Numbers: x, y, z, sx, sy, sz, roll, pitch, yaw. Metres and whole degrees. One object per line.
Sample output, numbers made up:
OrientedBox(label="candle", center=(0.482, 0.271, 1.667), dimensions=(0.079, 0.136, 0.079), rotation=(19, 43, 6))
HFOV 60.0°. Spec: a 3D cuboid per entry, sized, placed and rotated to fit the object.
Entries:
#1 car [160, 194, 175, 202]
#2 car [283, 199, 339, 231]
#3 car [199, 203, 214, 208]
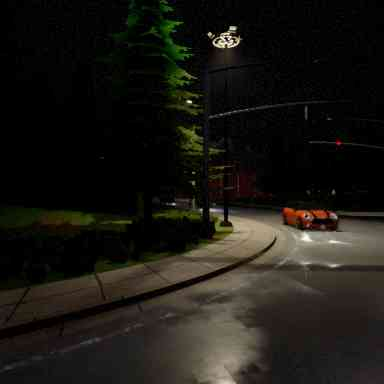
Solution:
OrientedBox(label="car", center=(-5.136, 1.211, 67.934), dimensions=(2.150, 2.045, 5.566), rotation=(0, 0, -18))
OrientedBox(label="car", center=(7.178, 1.353, 20.518), dimensions=(2.097, 1.767, 4.553), rotation=(0, 0, -1))
OrientedBox(label="car", center=(1.450, 1.601, 46.005), dimensions=(1.895, 1.301, 4.718), rotation=(0, 0, -16))
